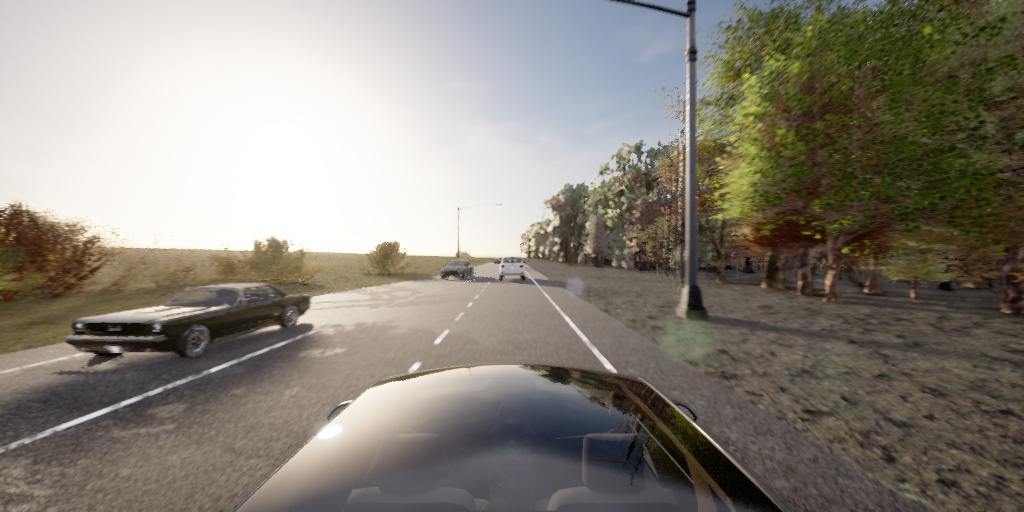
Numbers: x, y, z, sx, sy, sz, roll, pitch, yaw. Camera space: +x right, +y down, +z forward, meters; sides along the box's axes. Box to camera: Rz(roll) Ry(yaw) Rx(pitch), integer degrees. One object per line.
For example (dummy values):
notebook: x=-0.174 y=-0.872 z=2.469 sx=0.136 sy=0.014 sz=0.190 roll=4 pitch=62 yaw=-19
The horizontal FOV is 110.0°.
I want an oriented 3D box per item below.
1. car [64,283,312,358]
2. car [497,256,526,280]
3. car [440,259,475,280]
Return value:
car: x=-7.027 y=1.354 z=8.593 sx=1.895 sy=1.301 sz=4.718 roll=0 pitch=0 yaw=2
car: x=0.032 y=1.004 z=32.200 sx=2.150 sy=2.045 sz=5.566 roll=0 pitch=0 yaw=0
car: x=-4.779 y=1.128 z=31.938 sx=2.097 sy=1.767 sz=4.553 roll=0 pitch=0 yaw=7
